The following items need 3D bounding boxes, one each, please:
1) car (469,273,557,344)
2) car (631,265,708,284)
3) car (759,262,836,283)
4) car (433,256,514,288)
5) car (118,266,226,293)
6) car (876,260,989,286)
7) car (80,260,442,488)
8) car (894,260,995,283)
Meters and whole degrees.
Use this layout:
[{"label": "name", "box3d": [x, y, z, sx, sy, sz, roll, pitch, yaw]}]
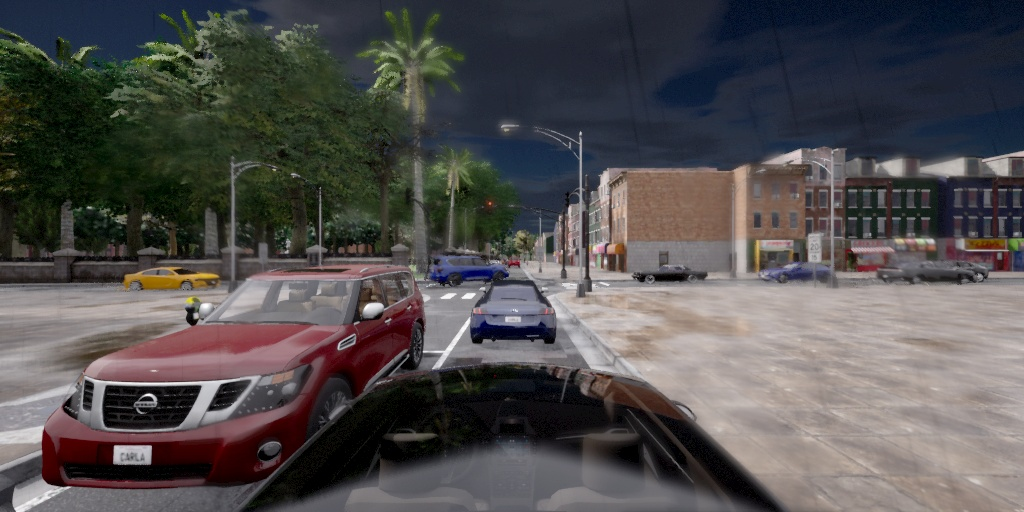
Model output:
[{"label": "car", "box3d": [0.042, 1.316, 9.622, 1.994, 1.385, 4.181, 0, 0, 0]}, {"label": "car", "box3d": [10.982, 1.279, 25.309, 4.718, 1.301, 1.895, 0, 0, 1]}, {"label": "car", "box3d": [20.029, 1.145, 25.256, 4.674, 1.442, 1.812, 0, 0, 0]}, {"label": "car", "box3d": [-2.961, 1.010, 24.880, 5.566, 2.045, 2.150, -1, 1, -32]}, {"label": "car", "box3d": [-21.195, 1.437, 22.497, 5.008, 1.535, 1.882, -1, 0, 0]}, {"label": "car", "box3d": [25.683, 1.084, 22.281, 4.902, 1.511, 2.128, 0, 0, 0]}, {"label": "car", "box3d": [-2.622, 1.065, 5.006, 2.192, 1.841, 5.009, 0, 0, 0]}, {"label": "car", "box3d": [30.270, 1.072, 25.206, 4.892, 1.490, 1.837, 0, 0, 0]}]
